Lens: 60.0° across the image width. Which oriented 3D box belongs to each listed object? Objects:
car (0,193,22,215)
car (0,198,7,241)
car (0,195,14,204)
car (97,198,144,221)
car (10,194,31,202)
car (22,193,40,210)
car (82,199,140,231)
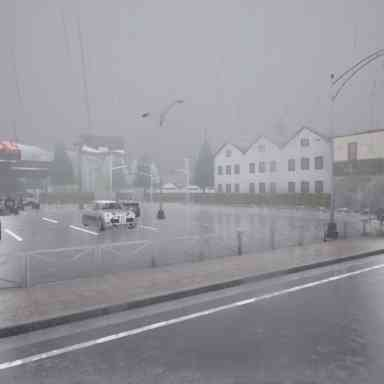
[{"bbox_3d":[-17.184,1.113,30.364,1.932,1.855,4.605,0,0,-36],"label":"car"},{"bbox_3d":[-9.645,1.169,14.389,2.152,1.636,5.027,0,0,-36],"label":"car"},{"bbox_3d":[-38.377,1.495,66.676,4.611,1.667,2.242,0,0,-36],"label":"car"},{"bbox_3d":[-5.720,1.313,26.245,2.007,1.523,4.514,0,0,-36],"label":"car"},{"bbox_3d":[-38.133,1.328,73.804,3.866,1.878,1.905,0,0,-36],"label":"car"},{"bbox_3d":[-19.077,1.092,38.678,1.905,1.878,3.866,0,0,-36],"label":"car"},{"bbox_3d":[-4.608,1.248,18.379,1.970,1.475,3.806,0,0,-36],"label":"car"}]
